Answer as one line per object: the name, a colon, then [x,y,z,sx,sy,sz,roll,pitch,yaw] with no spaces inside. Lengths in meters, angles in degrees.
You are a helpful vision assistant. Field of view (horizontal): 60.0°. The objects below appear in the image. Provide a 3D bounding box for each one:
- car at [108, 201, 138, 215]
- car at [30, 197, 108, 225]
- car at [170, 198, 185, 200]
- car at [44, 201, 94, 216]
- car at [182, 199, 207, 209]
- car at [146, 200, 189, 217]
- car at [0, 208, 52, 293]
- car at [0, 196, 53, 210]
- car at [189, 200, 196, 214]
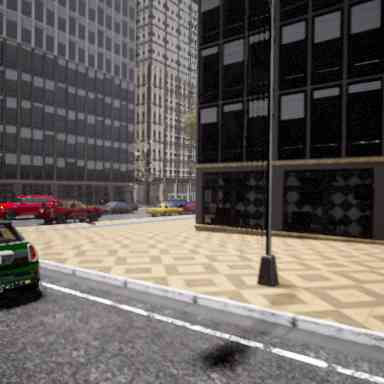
car: [-8.522,1.773,37.533,2.033,1.411,5.357,1,0,37]
car: [-9.613,1.544,26.338,2.192,1.841,5.009,0,0,37]
car: [-2.398,1.667,45.788,2.097,1.767,4.553,1,0,37]
car: [-13.098,1.675,35.717,1.752,1.417,4.829,0,0,37]
car: [0.420,1.913,53.981,1.947,1.339,4.313,1,0,37]
car: [-2.803,1.855,35.540,1.752,1.417,4.829,0,0,37]
car: [-5.536,1.355,7.638,4.553,1.767,2.097,0,0,36]
car: [-14.607,1.357,29.295,2.150,2.045,5.566,1,0,36]
car: [0.451,1.959,39.938,1.802,1.307,4.206,0,0,37]
